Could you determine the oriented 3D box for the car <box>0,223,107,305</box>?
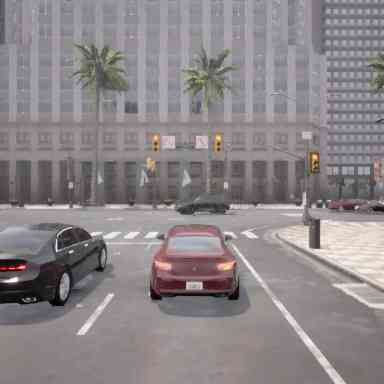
[{"bbox_3d":[-3.440,1.505,8.042,1.837,1.490,4.892,0,0,0],"label":"car"}]

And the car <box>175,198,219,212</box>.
[{"bbox_3d":[0.506,1.491,38.098,4.902,1.511,2.128,0,0,0],"label":"car"}]

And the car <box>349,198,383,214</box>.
[{"bbox_3d":[19.547,1.491,34.581,4.902,1.511,2.128,0,0,0],"label":"car"}]

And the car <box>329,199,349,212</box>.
[{"bbox_3d":[18.285,1.478,38.082,5.008,1.535,1.882,0,0,0],"label":"car"}]

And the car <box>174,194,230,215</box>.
[{"bbox_3d":[1.037,1.220,32.837,5.566,2.045,2.150,0,-1,-24],"label":"car"}]

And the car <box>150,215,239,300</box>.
[{"bbox_3d":[0.069,1.526,8.296,1.812,1.442,4.674,0,0,1],"label":"car"}]
